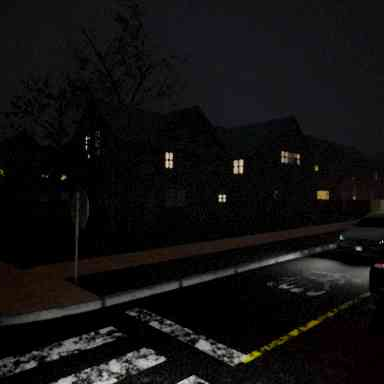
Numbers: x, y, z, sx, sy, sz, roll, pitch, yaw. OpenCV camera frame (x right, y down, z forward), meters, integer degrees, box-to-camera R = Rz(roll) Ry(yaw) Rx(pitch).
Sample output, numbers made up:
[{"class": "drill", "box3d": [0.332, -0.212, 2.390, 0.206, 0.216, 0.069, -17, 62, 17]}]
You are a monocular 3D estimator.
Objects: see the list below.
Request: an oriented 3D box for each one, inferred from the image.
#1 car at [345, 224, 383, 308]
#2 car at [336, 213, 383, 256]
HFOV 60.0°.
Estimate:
[{"class": "car", "box3d": [5.306, 1.480, 6.786, 4.902, 1.511, 2.128, 0, 0, -42]}, {"class": "car", "box3d": [7.057, 1.525, 12.217, 4.674, 1.442, 1.812, 0, 0, -42]}]
